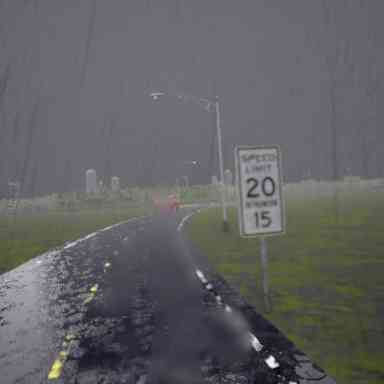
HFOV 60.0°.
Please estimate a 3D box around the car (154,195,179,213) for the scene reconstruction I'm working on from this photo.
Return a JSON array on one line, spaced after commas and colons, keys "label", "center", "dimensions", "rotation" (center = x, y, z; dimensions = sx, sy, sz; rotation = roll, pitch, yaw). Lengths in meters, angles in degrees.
[{"label": "car", "center": [-3.156, 1.487, 42.113], "dimensions": [2.150, 2.045, 5.566], "rotation": [-4, 0, 9]}]
